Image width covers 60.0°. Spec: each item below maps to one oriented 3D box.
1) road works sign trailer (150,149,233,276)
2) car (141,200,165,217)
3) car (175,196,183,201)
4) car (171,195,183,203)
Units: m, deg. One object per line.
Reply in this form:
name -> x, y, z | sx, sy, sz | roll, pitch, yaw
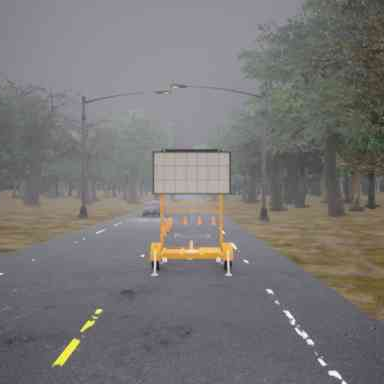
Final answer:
road works sign trailer -> -0.010, 0.475, 10.372 | 2.380, 3.560, 2.880 | 0, 0, 0
car -> -3.581, 1.548, 31.561 | 1.837, 1.490, 4.892 | 0, 0, 0
car -> -3.444, 1.734, 90.446 | 1.994, 1.385, 4.181 | 0, 0, 0
car -> -3.455, 1.463, 73.067 | 2.097, 1.767, 4.553 | 0, 0, 0
